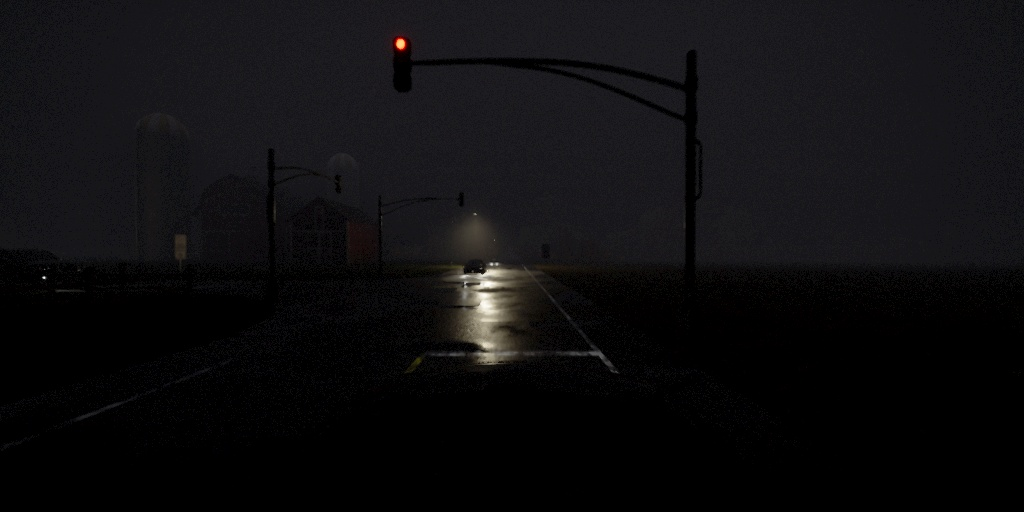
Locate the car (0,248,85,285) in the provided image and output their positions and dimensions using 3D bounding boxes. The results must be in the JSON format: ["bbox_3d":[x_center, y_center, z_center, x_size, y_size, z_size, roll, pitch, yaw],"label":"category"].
[{"bbox_3d":[-26.031,0.600,18.938,5.566,2.045,2.150,1,1,0],"label":"car"}]

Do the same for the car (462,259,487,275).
[{"bbox_3d":[-3.493,1.023,34.292,1.812,1.442,4.674,0,2,0],"label":"car"}]
